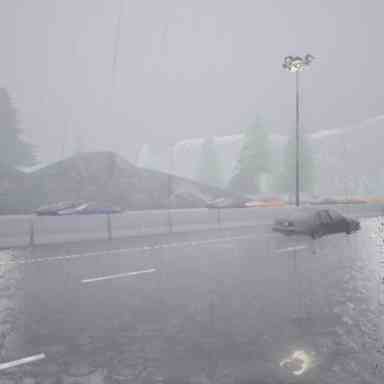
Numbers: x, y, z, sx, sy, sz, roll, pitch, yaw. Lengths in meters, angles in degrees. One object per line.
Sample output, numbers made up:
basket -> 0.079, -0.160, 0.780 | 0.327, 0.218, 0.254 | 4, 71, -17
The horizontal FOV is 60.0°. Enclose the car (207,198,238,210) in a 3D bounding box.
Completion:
car -> 4.658, 1.526, 37.405 | 5.357, 1.411, 2.033 | 0, 0, -35

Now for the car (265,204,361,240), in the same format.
car -> 6.410, 1.535, 16.915 | 5.357, 1.411, 2.033 | 0, 0, -35

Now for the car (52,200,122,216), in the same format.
car -> -7.454, 1.519, 24.470 | 4.674, 1.442, 1.812 | 0, 0, -35

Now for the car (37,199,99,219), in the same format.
car -> -11.271, 1.485, 30.346 | 4.902, 1.511, 2.128 | 0, 0, -35

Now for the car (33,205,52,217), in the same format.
car -> -10.163, 1.595, 26.836 | 4.718, 1.301, 1.895 | 0, 0, -35

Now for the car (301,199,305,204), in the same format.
car -> 19.052, 1.312, 51.927 | 4.553, 1.767, 2.097 | 0, 0, -35

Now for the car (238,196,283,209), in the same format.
car -> 7.551, 1.329, 35.167 | 4.553, 1.767, 2.097 | 0, 0, -35

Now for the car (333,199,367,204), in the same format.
car -> 21.667, 1.563, 45.209 | 4.718, 1.301, 1.895 | 0, 0, -35

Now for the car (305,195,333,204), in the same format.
car -> 18.759, 1.441, 47.435 | 5.008, 1.535, 1.882 | 0, 0, -35
